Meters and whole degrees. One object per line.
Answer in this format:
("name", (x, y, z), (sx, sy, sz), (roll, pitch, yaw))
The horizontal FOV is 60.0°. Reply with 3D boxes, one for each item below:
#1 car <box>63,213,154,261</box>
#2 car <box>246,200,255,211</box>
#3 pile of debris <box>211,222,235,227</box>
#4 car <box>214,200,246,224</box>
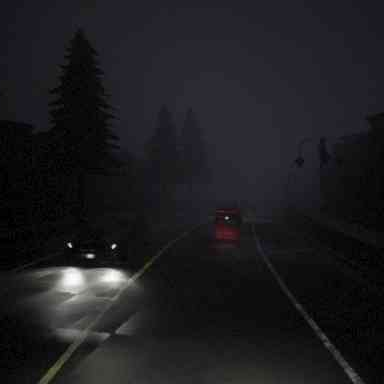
("car", (-2.778, 1.532, 12.577), (2.033, 1.411, 5.357), (0, 0, 6))
("car", (6.856, 1.603, 41.528), (1.895, 1.301, 4.718), (0, 0, 15))
("pile of debris", (2.129, 2.172, 22.379), (1.500, 0.140, 1.860), (0, 0, 10))
("car", (2.773, 1.498, 24.587), (1.837, 1.490, 4.892), (0, 0, 11))
